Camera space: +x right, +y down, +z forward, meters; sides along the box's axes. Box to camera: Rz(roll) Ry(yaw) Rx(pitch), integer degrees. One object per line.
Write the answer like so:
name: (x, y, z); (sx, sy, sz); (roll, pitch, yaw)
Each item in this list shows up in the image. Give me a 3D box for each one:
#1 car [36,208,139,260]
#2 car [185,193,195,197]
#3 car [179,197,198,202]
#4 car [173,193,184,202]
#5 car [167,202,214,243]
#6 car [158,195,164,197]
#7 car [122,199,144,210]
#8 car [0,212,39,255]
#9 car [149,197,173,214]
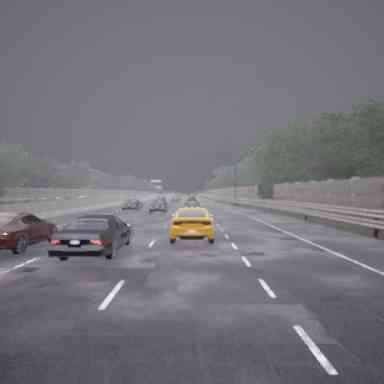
car: (-3.498, 1.549, 12.443); (2.033, 1.411, 5.357); (0, 0, 0)
car: (0.011, 1.489, 75.459); (1.837, 1.490, 4.892); (0, 0, 0)
car: (0.006, 1.534, 35.679); (2.033, 1.411, 5.357); (0, 0, 0)
car: (-3.489, 1.542, 75.450); (1.994, 1.385, 4.181); (0, 0, 0)
car: (0.002, 1.477, 16.212); (1.882, 1.535, 5.008); (0, 0, 0)
car: (-6.989, 1.515, 75.408); (2.128, 1.511, 4.902); (0, 0, 0)
car: (-6.995, 1.533, 39.428); (2.033, 1.411, 5.357); (0, 0, 0)
car: (-6.999, 1.527, 13.197); (1.812, 1.442, 4.674); (0, 0, 0)
car: (-3.495, 1.534, 35.679); (2.033, 1.411, 5.357); (0, 0, 0)
